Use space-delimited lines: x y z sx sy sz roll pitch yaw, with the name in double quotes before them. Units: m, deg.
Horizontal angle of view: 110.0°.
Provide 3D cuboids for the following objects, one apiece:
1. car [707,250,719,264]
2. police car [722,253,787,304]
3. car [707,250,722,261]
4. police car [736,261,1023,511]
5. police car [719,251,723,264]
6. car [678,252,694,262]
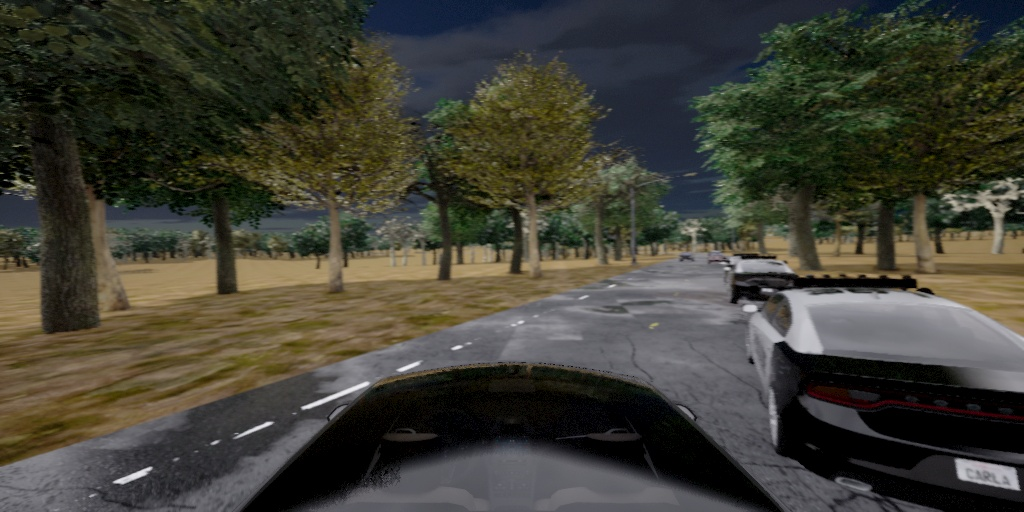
"car" 24.157 0.211 42.367 2.033 1.411 5.357 -1 1 29
"police car" 9.016 0.777 13.162 1.930 1.638 5.238 0 1 29
"car" 29.861 -0.116 52.860 1.882 1.535 5.008 -1 1 29
"police car" 4.126 1.045 4.430 1.930 1.638 5.238 -2 1 29
"police car" 11.940 0.655 18.412 1.930 1.638 5.238 -1 0 29
"car" 24.840 0.111 50.919 2.033 1.411 5.357 -1 1 29
